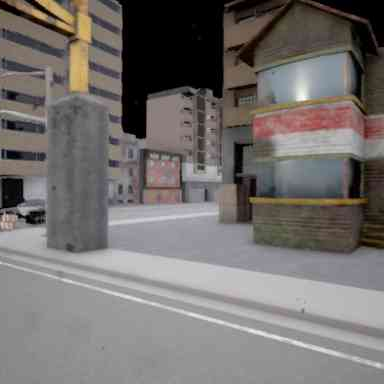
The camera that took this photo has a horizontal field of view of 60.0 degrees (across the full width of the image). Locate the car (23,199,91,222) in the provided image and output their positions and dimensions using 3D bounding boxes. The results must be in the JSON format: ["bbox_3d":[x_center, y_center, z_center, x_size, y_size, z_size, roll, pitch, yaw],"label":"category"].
[{"bbox_3d":[-8.830,1.158,22.224,1.853,1.218,4.536,0,0,15],"label":"car"}]

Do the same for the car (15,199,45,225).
[{"bbox_3d":[-8.845,1.316,22.175,2.038,1.542,4.974,0,0,15],"label":"car"}]

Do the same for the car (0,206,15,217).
[{"bbox_3d":[-11.994,1.127,24.881,4.536,1.218,1.853,0,0,-30],"label":"car"}]
